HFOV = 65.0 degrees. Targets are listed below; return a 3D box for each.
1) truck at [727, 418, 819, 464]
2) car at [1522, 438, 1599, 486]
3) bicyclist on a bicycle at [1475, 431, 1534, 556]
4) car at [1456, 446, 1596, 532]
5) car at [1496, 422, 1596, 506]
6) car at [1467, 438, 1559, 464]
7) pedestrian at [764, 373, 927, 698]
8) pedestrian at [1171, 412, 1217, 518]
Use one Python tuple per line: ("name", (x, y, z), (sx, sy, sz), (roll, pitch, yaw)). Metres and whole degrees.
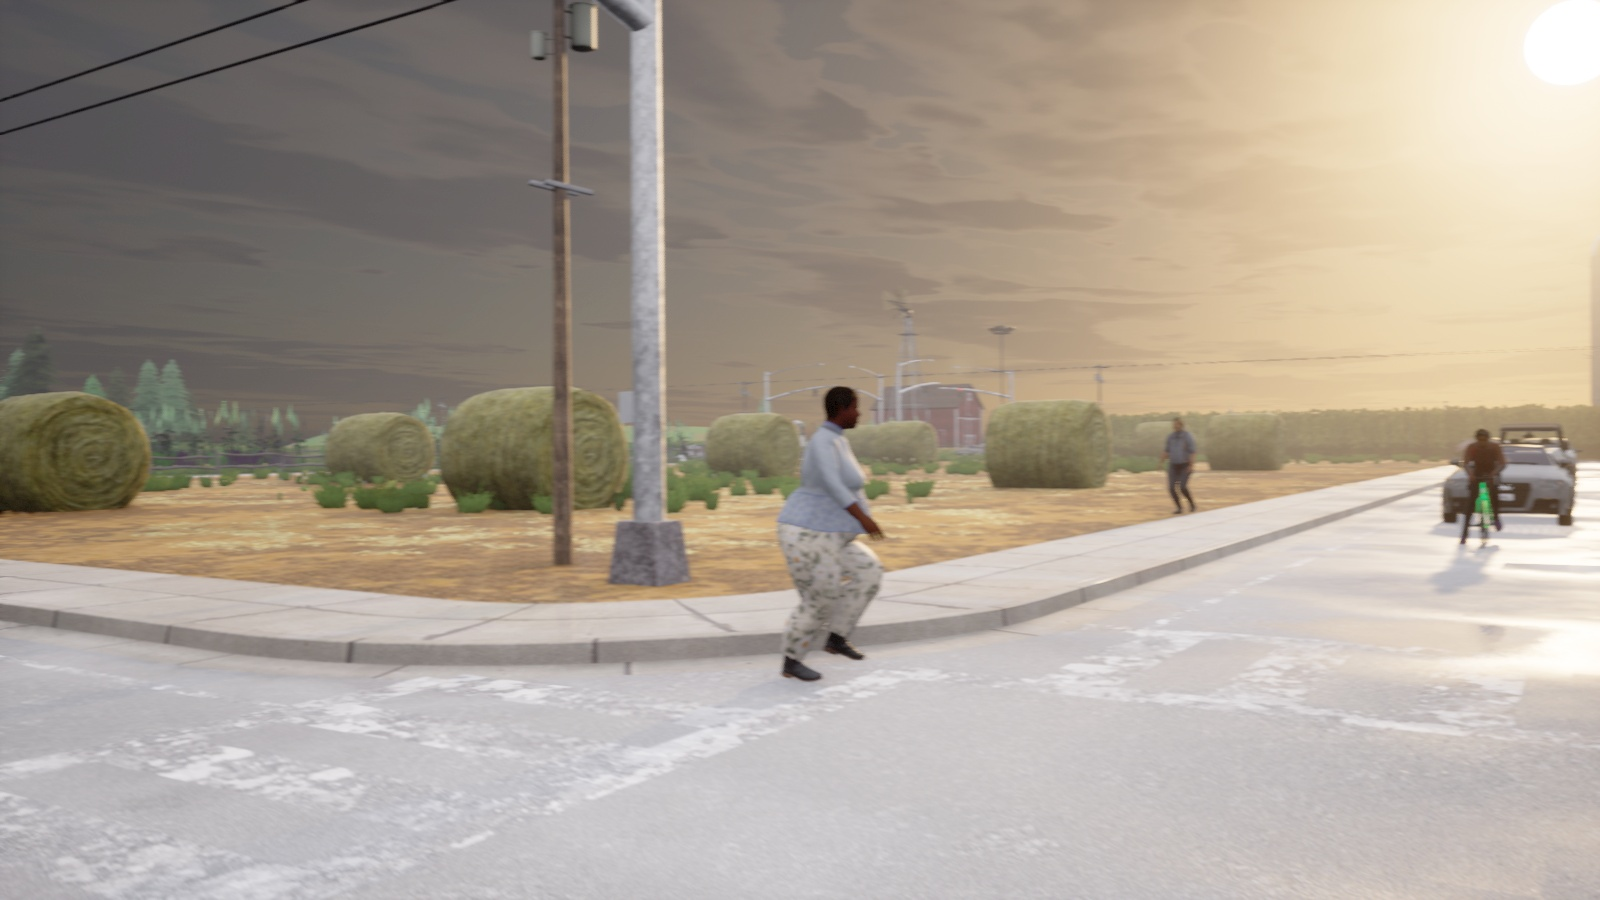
("truck", (-2.015, -0.700, 97.250), (2.891, 3.462, 7.936), (0, 0, 37))
("car", (25.321, 0.371, 41.648), (2.128, 1.511, 4.902), (0, 0, 33))
("bicyclist on a bicycle", (9.615, 0.553, 17.126), (0.582, 1.620, 1.656), (-1, 0, 33))
("car", (13.190, 0.630, 22.705), (1.994, 1.385, 4.181), (0, 0, 33))
("car", (17.972, 0.305, 30.168), (1.905, 1.878, 3.866), (0, 0, 33))
("car", (47.143, 0.082, 83.121), (2.033, 1.649, 4.856), (0, 0, -38))
("pedestrian", (0.302, 0.487, 7.669), (0.900, 1.855, 0.874), (0, 0, 8))
("pedestrian", (7.016, 0.257, 22.334), (0.540, 1.848, 0.694), (0, 0, 41))
